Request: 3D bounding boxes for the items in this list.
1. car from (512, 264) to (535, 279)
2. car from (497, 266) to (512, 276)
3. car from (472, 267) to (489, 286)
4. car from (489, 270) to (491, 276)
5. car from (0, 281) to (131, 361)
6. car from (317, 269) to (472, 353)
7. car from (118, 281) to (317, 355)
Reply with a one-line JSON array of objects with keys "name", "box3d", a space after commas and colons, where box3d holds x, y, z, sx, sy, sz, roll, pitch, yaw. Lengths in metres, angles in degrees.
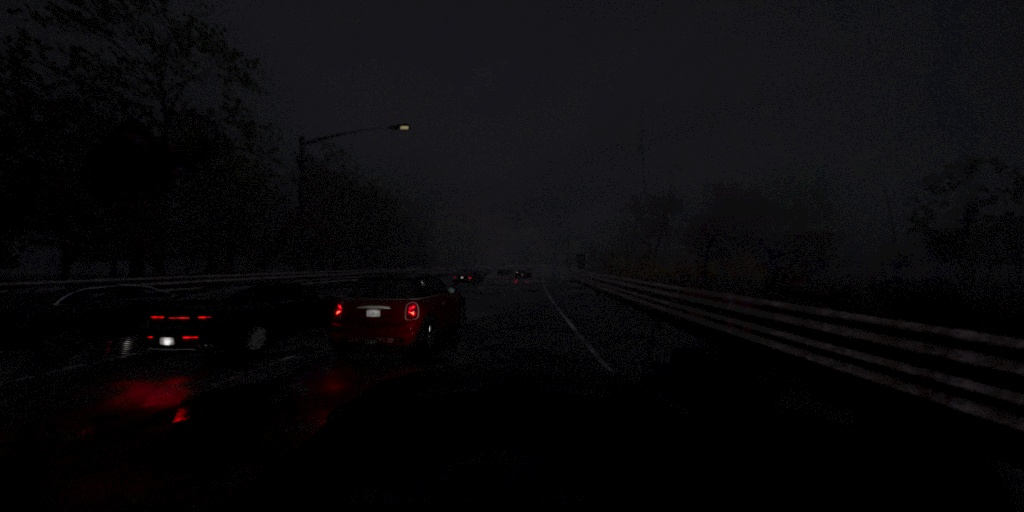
[{"name": "car", "box3d": [1.551, 2.126, 45.964, 1.812, 1.442, 4.674, 0, -1, 8]}, {"name": "car", "box3d": [-0.903, 2.230, 53.589, 1.882, 1.535, 5.008, 0, -1, 8]}, {"name": "car", "box3d": [-3.799, 1.869, 31.913, 2.033, 1.411, 5.357, 0, -1, 7]}, {"name": "car", "box3d": [-4.467, 2.312, 53.354, 1.994, 1.385, 4.181, 0, -1, 8]}, {"name": "car", "box3d": [-9.730, 1.352, 8.639, 2.128, 1.511, 4.902, 0, -1, 5]}, {"name": "car", "box3d": [-2.632, 1.229, 9.419, 2.097, 1.767, 4.553, 0, -1, 5]}, {"name": "car", "box3d": [-6.175, 1.376, 9.056, 1.837, 1.490, 4.892, 0, -1, 5]}]
